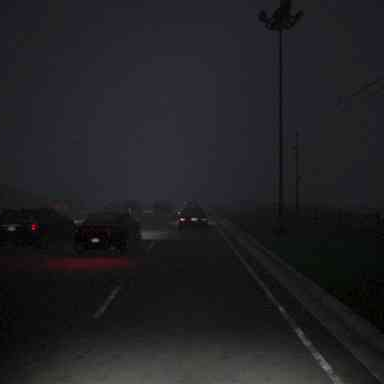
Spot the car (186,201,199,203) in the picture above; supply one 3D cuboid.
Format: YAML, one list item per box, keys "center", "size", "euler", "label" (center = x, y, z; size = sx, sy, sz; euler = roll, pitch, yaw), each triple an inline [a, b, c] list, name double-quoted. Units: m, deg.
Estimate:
- center: [0.053, 1.853, 44.205]
  size: [1.994, 1.385, 4.181]
  euler: [0, 0, 0]
  label: "car"

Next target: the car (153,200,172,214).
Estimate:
- center: [-3.441, 1.736, 39.324]
  size: [1.882, 1.535, 5.008]
  euler: [0, 0, 0]
  label: "car"

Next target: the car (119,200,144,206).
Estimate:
- center: [-6.943, 1.763, 39.369]
  size: [1.837, 1.490, 4.892]
  euler: [0, -1, 0]
  label: "car"

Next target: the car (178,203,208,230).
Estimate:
- center: [0.075, 1.693, 22.133]
  size: [2.033, 1.411, 5.357]
  euler: [0, 0, 0]
  label: "car"

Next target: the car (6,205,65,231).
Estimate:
- center: [-10.427, 1.676, 22.636]
  size: [1.812, 1.442, 4.674]
  euler: [0, 0, 0]
  label: "car"

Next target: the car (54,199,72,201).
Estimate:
- center: [-13.939, 1.593, 36.569]
  size: [2.097, 1.767, 4.553]
  euler: [0, 0, 0]
  label: "car"

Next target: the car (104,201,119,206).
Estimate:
- center: [-10.448, 1.858, 44.813]
  size: [1.994, 1.385, 4.181]
  euler: [0, 0, 0]
  label: "car"

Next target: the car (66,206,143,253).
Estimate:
- center: [-3.416, 1.572, 14.217]
  size: [1.882, 1.535, 5.008]
  euler: [0, 0, 0]
  label: "car"

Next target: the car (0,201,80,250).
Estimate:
- center: [-6.917, 1.451, 14.915]
  size: [2.097, 1.767, 4.553]
  euler: [0, 0, 0]
  label: "car"
